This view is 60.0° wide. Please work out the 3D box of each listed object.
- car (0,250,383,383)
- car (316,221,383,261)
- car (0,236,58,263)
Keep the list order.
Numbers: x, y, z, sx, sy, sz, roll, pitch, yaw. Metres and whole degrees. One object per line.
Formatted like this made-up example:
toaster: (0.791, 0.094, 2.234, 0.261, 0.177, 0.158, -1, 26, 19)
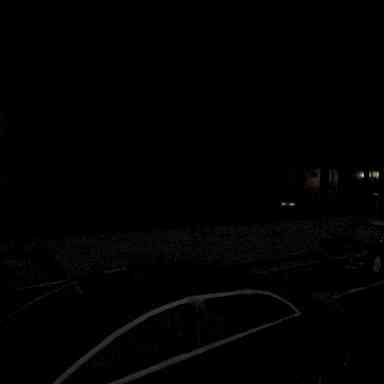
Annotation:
car: (-0.567, 1.502, 2.975, 4.902, 1.511, 2.128, 1, 0, -35)
car: (5.726, 1.648, 10.610, 4.403, 1.369, 2.008, 1, 0, -35)
car: (-3.458, 1.435, 4.067, 4.097, 1.590, 1.967, 1, 0, -35)
